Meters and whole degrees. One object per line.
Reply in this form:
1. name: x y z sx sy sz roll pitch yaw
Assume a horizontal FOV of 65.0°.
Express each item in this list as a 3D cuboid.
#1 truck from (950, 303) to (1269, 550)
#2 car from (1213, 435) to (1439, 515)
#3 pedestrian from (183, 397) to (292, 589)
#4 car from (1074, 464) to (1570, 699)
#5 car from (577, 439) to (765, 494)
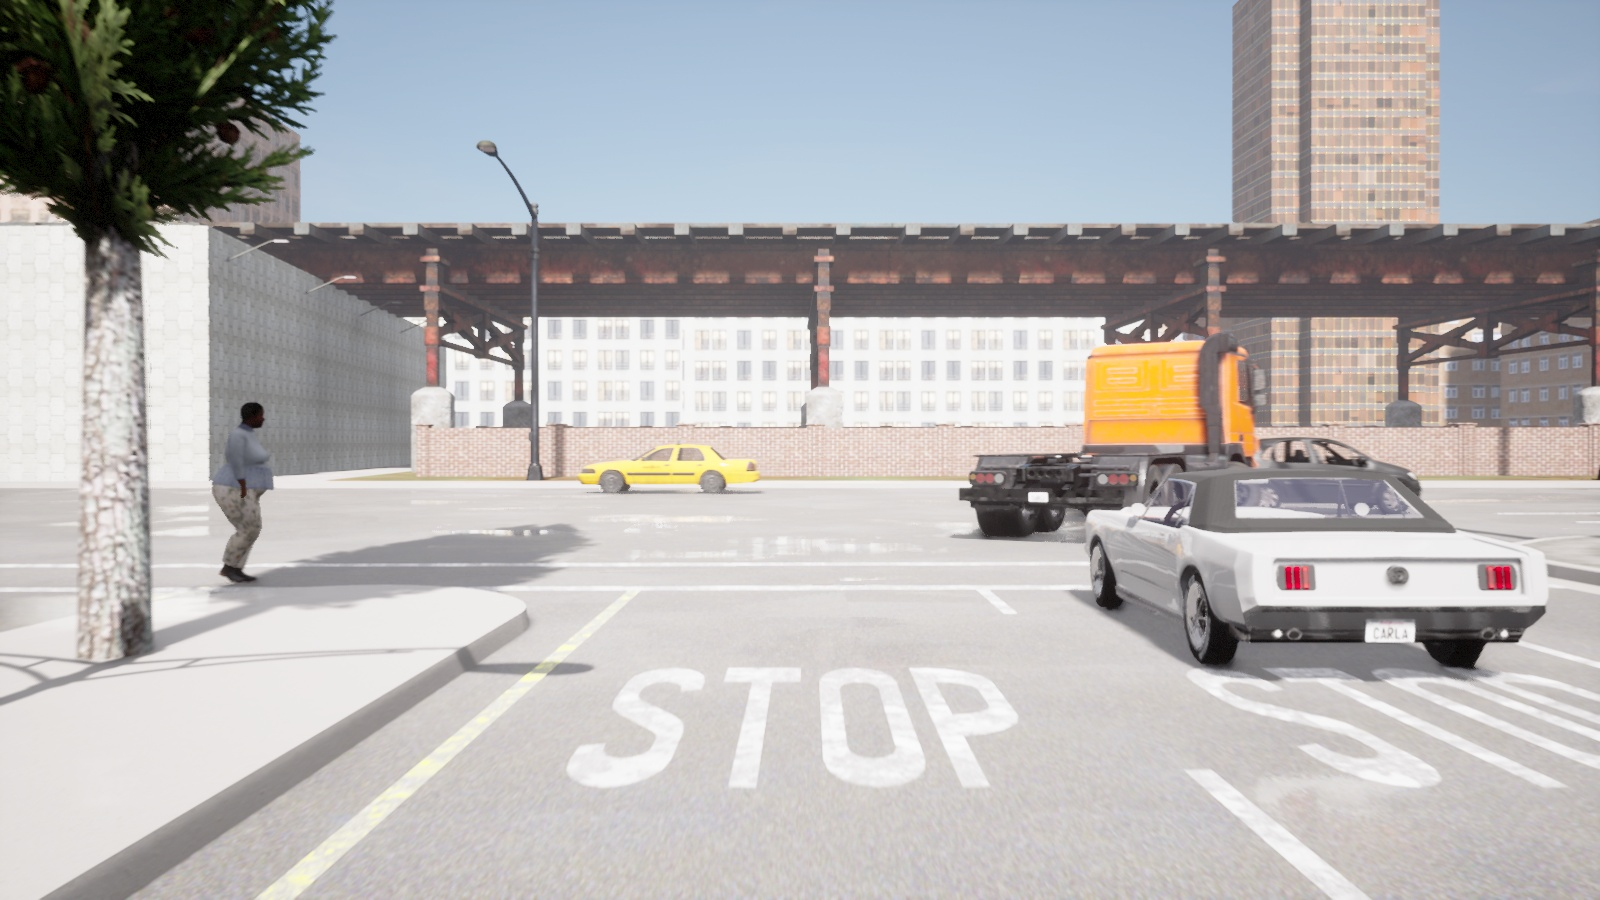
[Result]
1. truck: 5.680 -0.352 21.760 2.891 3.462 7.936 0 0 33
2. car: 11.002 0.504 26.465 3.988 1.617 1.851 0 0 0
3. pedestrian: -5.657 0.415 12.688 0.900 1.855 0.874 0 0 -17
4. car: 3.571 0.795 9.718 1.895 1.301 4.718 0 0 0
5. car: -3.759 0.473 37.184 5.366 1.575 1.801 0 0 1
